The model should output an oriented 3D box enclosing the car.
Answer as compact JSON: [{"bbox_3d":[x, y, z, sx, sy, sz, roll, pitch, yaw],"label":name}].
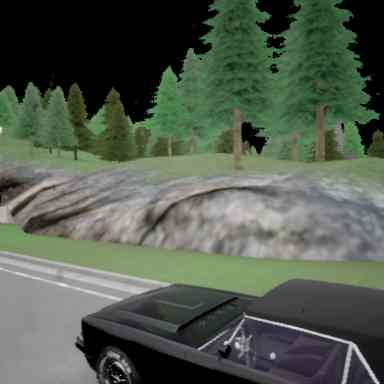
[{"bbox_3d":[0.964,1.612,3.306,4.718,1.301,1.895,-1,0,35],"label":"car"}]
